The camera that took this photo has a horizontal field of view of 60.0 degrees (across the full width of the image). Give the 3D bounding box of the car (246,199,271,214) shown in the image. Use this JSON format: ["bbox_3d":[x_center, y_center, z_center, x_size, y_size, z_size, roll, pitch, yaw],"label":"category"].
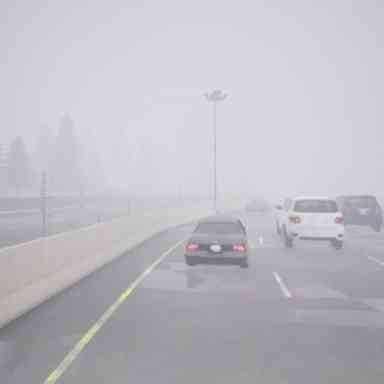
[{"bbox_3d":[6.783,1.446,33.880,2.033,1.411,5.357,0,0,22],"label":"car"}]

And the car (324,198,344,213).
[{"bbox_3d":[16.197,1.432,37.807,1.837,1.490,4.892,0,0,26],"label":"car"}]

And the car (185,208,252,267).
[{"bbox_3d":[0.951,1.507,11.241,2.033,1.411,5.357,0,0,8],"label":"car"}]

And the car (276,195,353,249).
[{"bbox_3d":[5.042,1.187,14.760,2.150,2.045,5.566,0,0,10],"label":"car"}]

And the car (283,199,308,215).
[{"bbox_3d":[10.840,1.462,34.594,2.033,1.411,5.357,0,0,23],"label":"car"}]

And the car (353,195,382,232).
[{"bbox_3d":[9.782,1.187,20.340,2.150,2.045,5.566,0,0,14],"label":"car"}]
